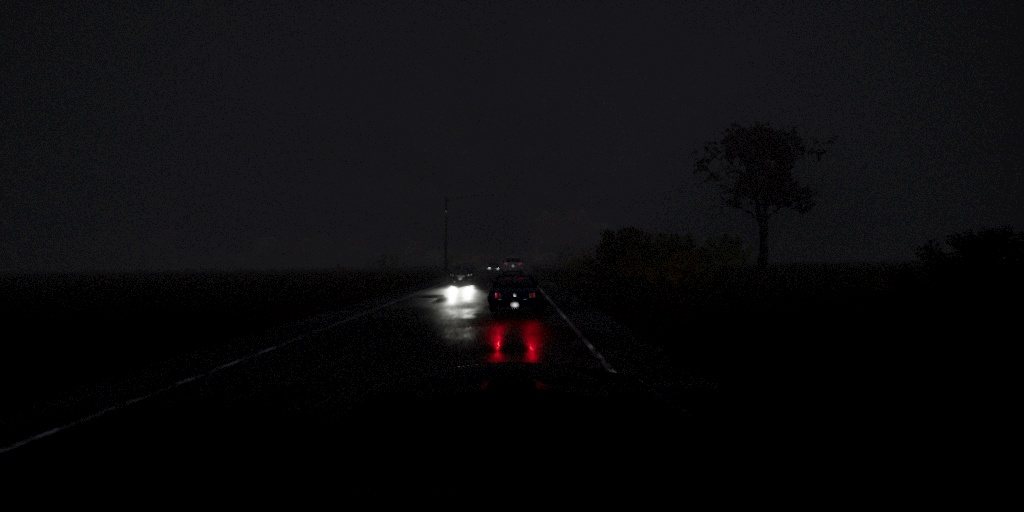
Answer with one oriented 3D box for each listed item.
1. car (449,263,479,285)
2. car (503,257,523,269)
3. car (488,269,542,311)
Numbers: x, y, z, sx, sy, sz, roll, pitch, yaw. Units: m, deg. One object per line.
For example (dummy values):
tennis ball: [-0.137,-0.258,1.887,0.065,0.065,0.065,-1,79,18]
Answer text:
car: [-3.586,1.329,27.294,2.128,1.511,4.902,0,0,0]
car: [0.110,1.099,41.007,2.150,2.045,5.566,0,0,0]
car: [0.104,1.400,14.641,1.895,1.301,4.718,0,0,0]
